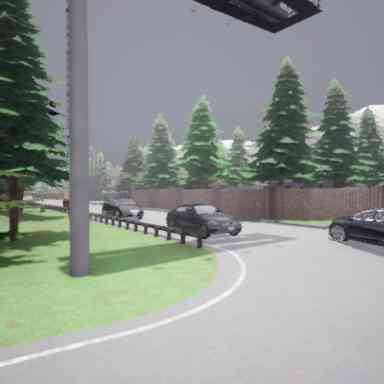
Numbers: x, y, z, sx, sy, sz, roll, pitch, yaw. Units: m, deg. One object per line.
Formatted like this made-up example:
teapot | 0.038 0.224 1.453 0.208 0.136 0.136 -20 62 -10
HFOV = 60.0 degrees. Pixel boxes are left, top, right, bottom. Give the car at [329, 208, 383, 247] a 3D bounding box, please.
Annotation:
car | 6.931 1.306 11.793 2.128 1.511 4.902 1 1 -14

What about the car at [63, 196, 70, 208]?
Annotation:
car | -12.968 1.192 36.903 1.882 1.535 5.008 -1 1 -32

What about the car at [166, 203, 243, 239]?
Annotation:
car | 0.401 1.267 15.902 1.812 1.442 4.674 -1 0 -32

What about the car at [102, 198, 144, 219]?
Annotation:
car | -5.182 1.221 24.659 2.128 1.511 4.902 -1 0 -32
